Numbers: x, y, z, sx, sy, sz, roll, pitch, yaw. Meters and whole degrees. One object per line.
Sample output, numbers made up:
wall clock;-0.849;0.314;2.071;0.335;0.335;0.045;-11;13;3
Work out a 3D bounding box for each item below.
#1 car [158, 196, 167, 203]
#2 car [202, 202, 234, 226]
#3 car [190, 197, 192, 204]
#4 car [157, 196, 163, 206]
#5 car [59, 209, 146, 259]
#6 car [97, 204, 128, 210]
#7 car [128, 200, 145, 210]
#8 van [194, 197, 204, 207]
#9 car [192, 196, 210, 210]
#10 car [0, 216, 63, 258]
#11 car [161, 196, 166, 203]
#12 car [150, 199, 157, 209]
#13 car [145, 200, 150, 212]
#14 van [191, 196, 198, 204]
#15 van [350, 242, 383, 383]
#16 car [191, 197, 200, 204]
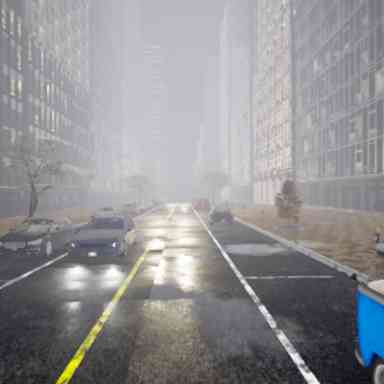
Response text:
car;-8.075;2.018;92.865;2.192;1.841;5.009;-1;0;-1
car;2.078;1.712;24.902;2.008;1.369;4.403;-1;0;-1
car;1.336;1.680;53.312;2.192;1.841;5.009;-1;0;-1
car;-7.333;2.070;64.455;1.947;1.339;4.313;-1;0;-1
car;-3.312;1.668;13.523;2.033;1.411;5.357;0;0;-1
car;-6.300;1.771;24.684;2.008;1.369;4.403;-1;0;-1
car;-6.595;1.884;36.047;1.802;1.307;4.206;-1;0;-1
van;1.189;1.747;58.993;1.690;1.788;3.998;-1;0;-1
car;1.483;1.640;47.630;2.192;1.841;5.009;-1;0;-1
car;-6.005;1.689;13.321;2.008;1.369;4.403;-1;0;-1
car;-7.628;2.135;75.818;2.008;1.369;4.403;-1;0;-1
car;-7.034;1.948;52.922;1.752;1.417;4.829;-1;0;-1
car;-6.744;1.783;41.729;1.967;1.590;4.097;-1;0;-1
van;0.598;1.907;81.719;1.690;1.788;3.998;-1;0;-1
van;2.665;1.338;2.177;1.690;1.788;3.998;-1;0;-1
car;0.747;1.966;76.037;1.967;1.590;4.097;-1;0;-1
